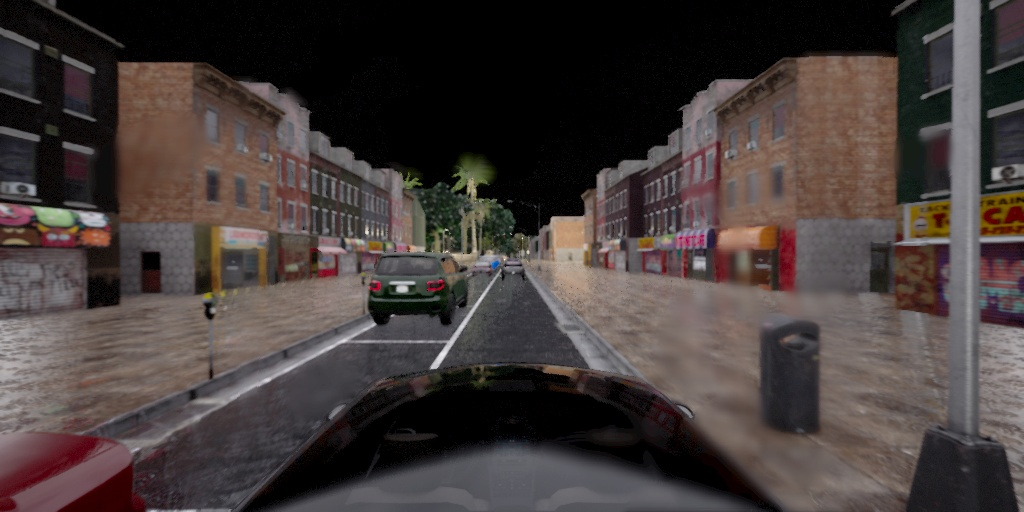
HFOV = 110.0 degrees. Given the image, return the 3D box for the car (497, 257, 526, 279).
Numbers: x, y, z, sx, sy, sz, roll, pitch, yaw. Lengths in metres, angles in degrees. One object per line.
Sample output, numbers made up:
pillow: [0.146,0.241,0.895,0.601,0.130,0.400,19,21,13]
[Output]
car: [0.100,1.047,29.516,2.128,1.511,4.902,0,0,0]

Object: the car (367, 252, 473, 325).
car: [-2.747,0.899,11.665,2.150,2.045,5.566,0,0,0]

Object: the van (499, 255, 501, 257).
van: [-2.620,0.814,43.538,1.690,1.789,3.998,0,0,0]

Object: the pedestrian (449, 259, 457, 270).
pedestrian: [-2.480,0.944,14.919,0.375,1.860,0.375,0,0,0]

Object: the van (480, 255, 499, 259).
van: [-2.623,0.845,38.073,1.690,1.789,3.998,0,0,0]

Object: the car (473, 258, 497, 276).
car: [-2.625,1.117,32.609,1.802,1.307,4.207,0,0,0]
